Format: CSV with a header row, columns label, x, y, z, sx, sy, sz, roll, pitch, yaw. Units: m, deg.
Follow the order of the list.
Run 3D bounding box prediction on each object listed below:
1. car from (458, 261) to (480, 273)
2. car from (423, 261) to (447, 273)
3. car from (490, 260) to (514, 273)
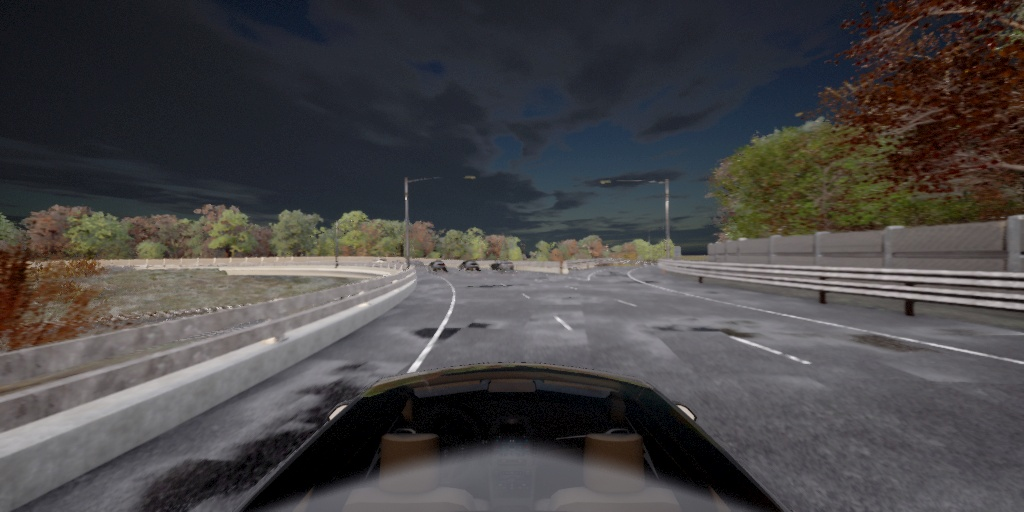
label,x,y,z,sx,sy,sz,roll,pitch,yaw
car,-5.566,1.345,46.042,1.837,1.490,4.892,0,0,-23
car,-9.928,1.427,47.233,1.837,1.490,4.892,0,0,-25
car,-1.303,1.252,44.829,2.128,1.511,4.902,-1,0,-22
